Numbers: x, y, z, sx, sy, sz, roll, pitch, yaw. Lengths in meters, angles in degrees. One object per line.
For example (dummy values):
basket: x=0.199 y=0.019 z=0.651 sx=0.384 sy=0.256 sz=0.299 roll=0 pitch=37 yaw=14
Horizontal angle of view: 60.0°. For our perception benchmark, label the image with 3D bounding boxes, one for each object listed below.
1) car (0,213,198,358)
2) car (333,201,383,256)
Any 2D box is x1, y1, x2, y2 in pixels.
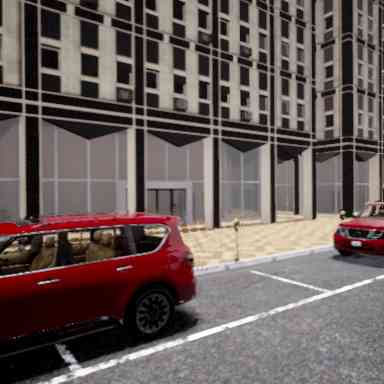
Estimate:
car: x=-2.224 y=1.310 z=4.978 sx=5.009 sy=1.841 sz=2.192 roll=0 pitch=0 yaw=-36
car: x=7.052 y=1.248 z=11.596 sx=5.009 sy=1.841 sz=2.192 roll=0 pitch=0 yaw=-36
